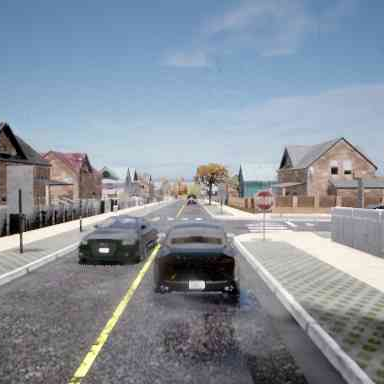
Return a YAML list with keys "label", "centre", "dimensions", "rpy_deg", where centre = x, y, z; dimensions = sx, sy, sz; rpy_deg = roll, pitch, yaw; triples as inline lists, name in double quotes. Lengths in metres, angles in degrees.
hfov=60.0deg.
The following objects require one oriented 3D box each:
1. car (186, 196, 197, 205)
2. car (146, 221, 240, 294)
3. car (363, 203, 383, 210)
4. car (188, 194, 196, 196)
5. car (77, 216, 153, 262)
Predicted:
- label: "car"
  centre: [-0.059, 1.909, 65.862]
  dimensions: [1.895, 1.301, 4.718]
  rpy_deg: [0, -1, 0]
- label: "car"
  centre: [0.112, 1.513, 8.755]
  dimensions: [1.837, 1.490, 4.892]
  rpy_deg: [0, 0, 1]
- label: "car"
  centre: [12.724, 1.563, 22.706]
  dimensions: [4.892, 1.490, 1.837]
  rpy_deg: [0, 2, 8]
- label: "car"
  centre: [-0.068, 1.458, 75.886]
  dimensions: [2.150, 2.045, 5.566]
  rpy_deg: [0, -1, 0]
- label: "car"
  centre: [-2.501, 1.576, 12.033]
  dimensions: [1.994, 1.385, 4.181]
  rpy_deg: [0, 0, 5]
